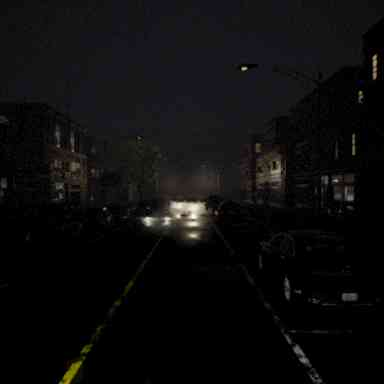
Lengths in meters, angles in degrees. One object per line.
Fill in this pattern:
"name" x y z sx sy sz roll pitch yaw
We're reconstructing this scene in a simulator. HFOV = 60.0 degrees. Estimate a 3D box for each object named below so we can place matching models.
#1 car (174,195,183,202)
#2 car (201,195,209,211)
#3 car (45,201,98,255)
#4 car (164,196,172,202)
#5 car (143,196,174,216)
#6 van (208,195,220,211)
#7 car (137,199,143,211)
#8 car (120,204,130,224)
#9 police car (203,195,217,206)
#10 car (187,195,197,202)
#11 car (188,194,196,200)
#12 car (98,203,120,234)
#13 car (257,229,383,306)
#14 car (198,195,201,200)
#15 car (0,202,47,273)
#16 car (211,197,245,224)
"car" -3.022 1.389 72.129 1.837 1.490 4.892 0 0 0
"car" 2.674 1.309 41.108 2.192 1.841 5.009 -1 0 0
"car" -5.698 1.313 13.386 2.192 1.841 5.009 -1 0 0
"car" -5.716 1.567 79.914 1.802 1.307 4.206 0 0 0
"car" -3.105 1.347 31.790 2.097 1.767 4.553 0 0 0
"van" 2.677 1.337 30.020 1.690 1.788 3.998 -1 0 0
"car" -5.705 1.559 41.106 1.947 1.339 4.313 0 0 0
"car" -5.700 1.541 24.474 1.887 1.381 4.507 -1 0 0
"police car" 2.983 1.416 55.799 1.930 1.638 5.238 0 0 0
"car" -0.020 1.339 69.804 1.882 1.535 5.008 0 0 0
"car" -0.025 1.351 86.568 1.994 1.385 4.181 0 0 0
"car" -5.698 1.563 18.930 1.947 1.339 4.313 -1 0 0
"car" 2.686 1.550 7.844 2.008 1.369 4.403 -1 0 0
"car" 2.667 1.533 68.829 1.887 1.381 4.507 -1 0 0
"car" -5.698 1.314 7.842 2.192 1.841 5.009 -1 0 0
"car" 2.679 1.437 24.476 1.967 1.590 4.097 -1 0 0
